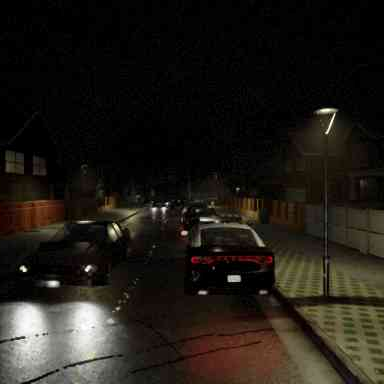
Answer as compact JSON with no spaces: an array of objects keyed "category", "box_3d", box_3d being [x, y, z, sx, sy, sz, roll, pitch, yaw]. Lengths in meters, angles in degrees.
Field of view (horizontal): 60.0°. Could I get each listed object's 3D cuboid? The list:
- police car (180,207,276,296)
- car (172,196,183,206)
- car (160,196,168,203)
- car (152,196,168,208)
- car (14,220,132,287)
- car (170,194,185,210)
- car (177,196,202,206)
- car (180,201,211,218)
[{"category":"police car","box_3d":[0.745,1.427,8.835,1.930,1.638,5.238,0,0,-1]},{"category":"car","box_3d":[-2.670,1.602,60.100,1.882,1.535,5.008,0,0,-3]},{"category":"car","box_3d":[-6.432,1.685,76.124,1.812,1.442,4.674,0,0,-4]},{"category":"car","box_3d":[-5.040,1.632,50.912,1.812,1.442,4.674,0,0,-3]},{"category":"car","box_3d":[-2.969,1.551,9.661,2.033,1.411,5.357,0,0,-1]},{"category":"car","box_3d":[-1.833,1.311,45.804,2.150,2.045,5.566,0,0,-3]},{"category":"car","box_3d":[0.177,1.380,24.762,2.097,1.767,4.553,0,0,-3]},{"category":"car","box_3d":[0.454,1.493,18.769,1.882,1.535,5.008,0,0,-2]}]
